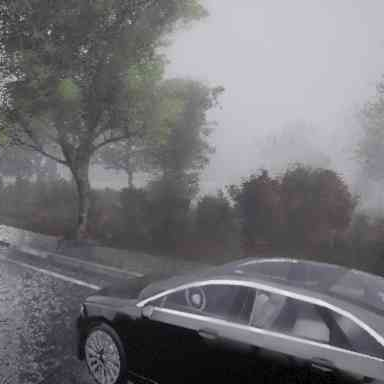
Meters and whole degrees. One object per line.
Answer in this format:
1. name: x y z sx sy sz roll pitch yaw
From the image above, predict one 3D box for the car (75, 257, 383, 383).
1. car: 0.695 1.507 3.662 4.902 1.511 2.128 0 0 36
